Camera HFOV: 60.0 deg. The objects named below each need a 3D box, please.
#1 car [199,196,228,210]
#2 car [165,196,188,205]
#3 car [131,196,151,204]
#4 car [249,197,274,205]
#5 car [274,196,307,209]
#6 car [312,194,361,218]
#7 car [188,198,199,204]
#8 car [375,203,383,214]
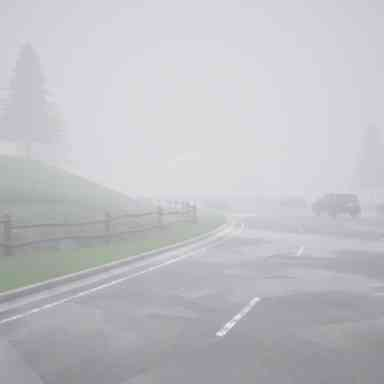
[{"bbox_3d":[2.979,1.506,43.197,1.812,1.442,4.674,0,0,-21],"label":"car"},{"bbox_3d":[-2.688,1.453,58.463,1.882,1.535,5.008,0,0,-42],"label":"car"},{"bbox_3d":[-9.338,1.469,60.627,2.128,1.511,4.902,0,0,-43],"label":"car"},{"bbox_3d":[12.109,1.515,56.599,2.033,1.411,5.357,0,0,-33],"label":"car"},{"bbox_3d":[13.472,1.328,44.990,2.097,1.767,4.553,0,0,-16],"label":"car"},{"bbox_3d":[12.882,1.201,29.999,2.150,2.045,5.566,1,0,-3],"label":"car"},{"bbox_3d":[2.127,1.463,58.123,2.128,1.511,4.902,0,0,-39],"label":"car"},{"bbox_3d":[19.512,1.480,31.634,1.837,1.490,4.892,1,0,-2],"label":"car"}]
